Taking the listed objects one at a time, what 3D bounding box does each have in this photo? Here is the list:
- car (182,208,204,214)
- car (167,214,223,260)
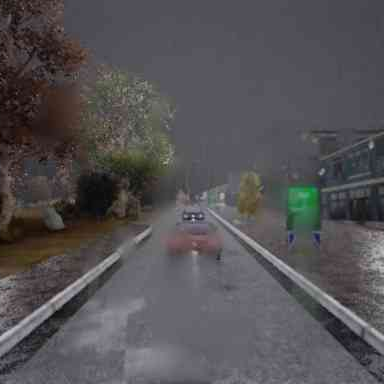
[{"bbox_3d":[0.107,2.024,29.118,1.895,1.301,4.718,0,-1,0],"label":"car"},{"bbox_3d":[0.099,1.792,13.254,1.895,1.301,4.718,0,-1,0],"label":"car"}]
